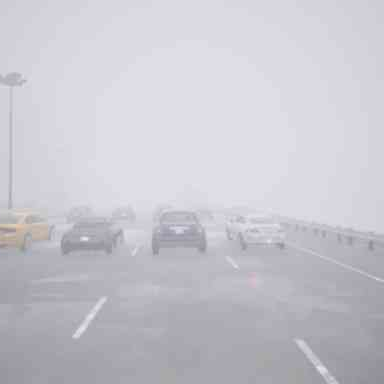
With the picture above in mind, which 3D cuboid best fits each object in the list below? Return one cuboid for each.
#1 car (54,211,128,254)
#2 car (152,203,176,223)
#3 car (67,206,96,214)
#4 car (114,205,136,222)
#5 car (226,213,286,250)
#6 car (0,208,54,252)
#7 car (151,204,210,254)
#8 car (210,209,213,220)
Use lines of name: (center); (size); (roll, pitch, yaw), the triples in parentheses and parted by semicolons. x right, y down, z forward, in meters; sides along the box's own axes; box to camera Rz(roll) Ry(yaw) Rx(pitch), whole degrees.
car: (-4.134, 1.724, 14.325); (1.994, 1.385, 4.181); (0, -1, -5)
car: (-2.630, 1.842, 30.461); (1.837, 1.490, 4.892); (0, 0, -9)
car: (-9.377, 1.863, 28.409); (2.033, 1.411, 5.357); (0, -1, -9)
car: (-6.087, 1.895, 29.916); (1.994, 1.385, 4.181); (0, -1, -10)
car: (2.809, 1.691, 15.212); (1.812, 1.442, 4.674); (0, 0, -5)
car: (-7.691, 1.644, 14.789); (1.882, 1.535, 5.008); (0, 0, -5)
car: (-0.638, 1.511, 14.487); (2.097, 1.767, 4.553); (0, -1, -5)
car: (0.758, 1.868, 31.391); (1.812, 1.442, 4.674); (0, 0, -10)
